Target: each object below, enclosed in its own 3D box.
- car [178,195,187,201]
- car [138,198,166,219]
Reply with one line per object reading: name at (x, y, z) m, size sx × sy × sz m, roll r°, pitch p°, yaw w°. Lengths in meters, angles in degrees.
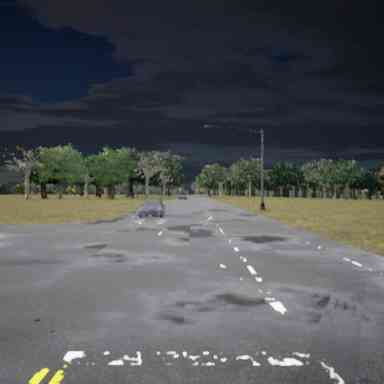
car at (-2.445, 1.562, 87.267) m, size 2.033 × 1.411 × 5.357 m, roll 0°, pitch 0°, yaw 7°
car at (-3.531, 1.404, 30.153) m, size 2.097 × 1.767 × 4.553 m, roll 0°, pitch 0°, yaw 0°
